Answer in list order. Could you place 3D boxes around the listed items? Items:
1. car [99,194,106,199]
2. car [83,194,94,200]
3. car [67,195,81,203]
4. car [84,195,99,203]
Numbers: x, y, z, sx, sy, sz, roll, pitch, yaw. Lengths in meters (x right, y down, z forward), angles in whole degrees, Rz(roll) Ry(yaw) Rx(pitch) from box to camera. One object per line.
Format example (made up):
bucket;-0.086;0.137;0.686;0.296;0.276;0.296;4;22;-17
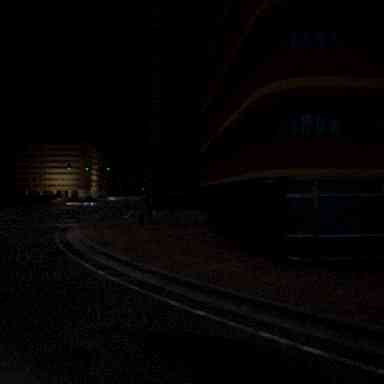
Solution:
car;-24.609;1.301;90.701;1.882;1.535;5.008;0;0;-6
car;-28.091;1.352;90.349;1.812;1.442;4.674;0;0;-6
car;-26.528;1.537;74.875;2.097;1.767;4.553;0;0;-6
car;-23.043;1.701;75.196;1.812;1.442;4.674;0;0;-6
